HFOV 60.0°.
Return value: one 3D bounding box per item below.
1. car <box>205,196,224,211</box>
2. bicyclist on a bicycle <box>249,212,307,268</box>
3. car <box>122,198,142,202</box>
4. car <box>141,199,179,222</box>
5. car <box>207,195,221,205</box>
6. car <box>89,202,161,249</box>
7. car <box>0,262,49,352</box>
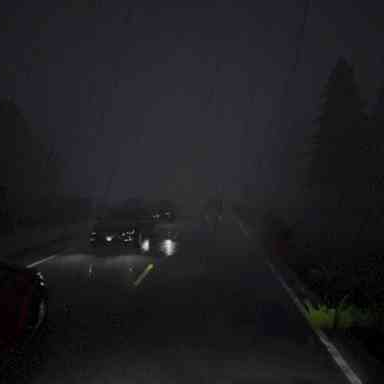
[{"bbox_3d":[2.373,1.234,35.911,1.812,1.442,4.674,0,0,4],"label":"car"},{"bbox_3d":[2.428,1.392,9.430,1.656,1.620,0.582,0,0,4],"label":"bicyclist on a bicycle"},{"bbox_3d":[-4.769,1.223,27.065,1.816,1.474,4.193,6,0,1],"label":"car"},{"bbox_3d":[-2.073,1.302,24.184,1.837,1.490,4.892,0,0,4],"label":"car"},{"bbox_3d":[3.227,1.205,48.789,1.895,1.301,4.718,0,0,5],"label":"car"},{"bbox_3d":[-2.759,1.383,14.122,1.837,1.490,4.892,0,0,4],"label":"car"},{"bbox_3d":[-3.451,1.525,3.834,1.994,1.385,4.181,0,0,4],"label":"car"}]
